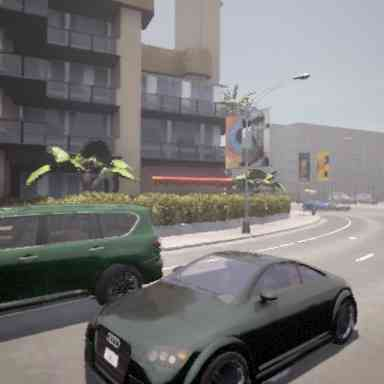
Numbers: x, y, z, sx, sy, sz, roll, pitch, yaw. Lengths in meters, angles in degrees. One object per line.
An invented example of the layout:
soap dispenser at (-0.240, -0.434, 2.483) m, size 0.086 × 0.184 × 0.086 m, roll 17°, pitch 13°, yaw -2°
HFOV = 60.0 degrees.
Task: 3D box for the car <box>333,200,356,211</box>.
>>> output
car at (21.425, 2.118, 49.022) m, size 1.895 × 1.301 × 4.718 m, roll 0°, pitch -1°, yaw -8°

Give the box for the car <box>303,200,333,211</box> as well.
car at (17.963, 1.974, 48.525) m, size 1.882 × 1.535 × 5.008 m, roll 0°, pitch -1°, yaw -8°

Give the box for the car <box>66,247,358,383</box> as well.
car at (0.658, 1.608, 4.860) m, size 4.181 × 1.385 × 1.994 m, roll 1°, pitch -1°, yaw -40°

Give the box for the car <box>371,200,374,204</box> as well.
car at (44.239, 2.321, 83.022) m, size 1.816 × 1.474 × 4.193 m, roll 1°, pitch -1°, yaw -24°

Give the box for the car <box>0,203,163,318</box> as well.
car at (-3.157, 1.257, 6.196) m, size 5.566 × 2.045 × 2.150 m, roll 1°, pitch 0°, yaw -38°
